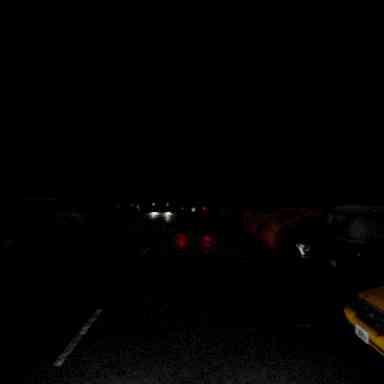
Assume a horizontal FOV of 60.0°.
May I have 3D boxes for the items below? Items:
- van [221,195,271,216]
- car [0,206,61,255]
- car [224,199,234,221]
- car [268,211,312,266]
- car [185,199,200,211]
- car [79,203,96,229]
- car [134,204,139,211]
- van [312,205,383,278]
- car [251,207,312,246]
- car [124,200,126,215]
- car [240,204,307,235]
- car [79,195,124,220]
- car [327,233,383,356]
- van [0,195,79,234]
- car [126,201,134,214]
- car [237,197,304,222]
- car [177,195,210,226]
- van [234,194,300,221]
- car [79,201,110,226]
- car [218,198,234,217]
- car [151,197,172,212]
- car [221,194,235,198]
[{"bbox_3d":[5.149,1.251,32.093,4.442,1.987,1.878,0,0,0],"label":"van"},{"bbox_3d":[-8.038,1.470,12.767,5.008,1.535,2.097,0,0,0],"label":"car"},{"bbox_3d":[5.027,1.461,23.665,4.892,1.521,2.231,0,0,0],"label":"car"},{"bbox_3d":[5.031,1.474,9.813,4.892,1.521,2.231,0,0,0],"label":"car"},{"bbox_3d":[0.088,1.630,42.874,1.837,1.490,4.892,0,-1,0],"label":"car"},{"bbox_3d":[-8.043,1.505,18.319,4.674,1.452,2.002,0,0,0],"label":"car"},{"bbox_3d":[-8.043,1.479,32.192,4.892,1.521,2.231,0,0,0],"label":"car"},{"bbox_3d":[5.154,1.250,7.042,4.442,1.987,1.878,0,0,0],"label":"van"},{"bbox_3d":[5.031,1.470,12.583,5.008,1.535,2.097,0,0,0],"label":"car"},{"bbox_3d":[-8.016,1.335,26.643,4.553,1.767,2.185,0,0,0],"label":"car"},{"bbox_3d":[5.030,1.468,15.479,5.008,1.535,2.097,0,0,0],"label":"car"},{"bbox_3d":[-8.075,1.209,23.871,5.566,2.045,2.435,0,0,0],"label":"car"},{"bbox_3d":[4.853,1.475,4.271,5.366,1.575,1.946,0,0,0],"label":"car"},{"bbox_3d":[-7.928,1.242,15.543,4.442,1.987,1.878,0,0,0],"label":"van"},{"bbox_3d":[-8.041,1.465,29.420,5.008,1.535,2.097,0,0,0],"label":"car"},{"bbox_3d":[5.003,1.340,18.124,4.553,1.767,2.185,0,0,0],"label":"car"},{"bbox_3d":[0.092,1.202,23.608,2.150,2.045,5.566,0,0,0],"label":"car"},{"bbox_3d":[5.151,1.237,20.894,4.442,1.987,1.878,0,0,0],"label":"van"},{"bbox_3d":[-8.016,1.492,21.095,4.792,1.488,2.163,0,0,0],"label":"car"},{"bbox_3d":[4.848,1.457,26.432,5.366,1.575,1.946,0,0,0],"label":"car"},{"bbox_3d":[-3.576,1.422,39.483,2.097,1.767,4.553,0,-1,0],"label":"car"},{"bbox_3d":[5.060,1.212,29.201,5.566,2.045,2.435,0,0,0],"label":"car"}]
